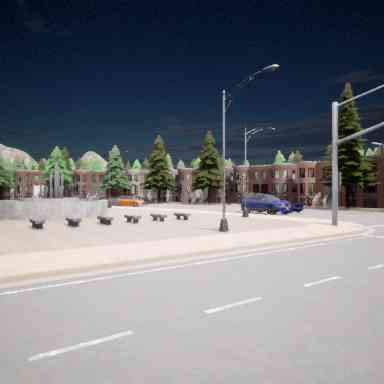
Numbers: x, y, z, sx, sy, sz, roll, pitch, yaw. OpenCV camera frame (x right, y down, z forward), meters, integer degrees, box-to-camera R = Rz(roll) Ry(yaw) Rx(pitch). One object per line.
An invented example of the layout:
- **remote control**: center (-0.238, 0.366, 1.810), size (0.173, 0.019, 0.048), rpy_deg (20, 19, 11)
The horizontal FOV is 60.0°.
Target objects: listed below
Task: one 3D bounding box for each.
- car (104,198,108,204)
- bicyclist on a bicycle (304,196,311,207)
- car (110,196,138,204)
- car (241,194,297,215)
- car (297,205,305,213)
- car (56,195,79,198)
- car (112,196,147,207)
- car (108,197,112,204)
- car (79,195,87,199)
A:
- **car**: center (-14.079, 1.571, 58.824), size (4.181, 1.385, 1.994), rpy_deg (0, 0, 18)
- **bicyclist on a bicycle**: center (16.175, 1.315, 46.606), size (1.656, 1.620, 0.582), rpy_deg (0, 0, -37)
- **car**: center (-12.733, 1.513, 62.056), size (4.892, 1.490, 1.837), rpy_deg (0, 0, 18)
- **car**: center (7.458, 1.229, 33.921), size (2.150, 2.045, 5.566), rpy_deg (0, 0, -37)
- **car**: center (9.881, 1.609, 36.493), size (1.895, 1.301, 4.718), rpy_deg (0, 0, -37)
- **car**: center (-23.815, 1.510, 60.693), size (4.892, 1.490, 1.837), rpy_deg (0, 0, 5)
- **car**: center (-8.891, 1.357, 49.103), size (4.553, 1.767, 2.097), rpy_deg (0, 0, 27)
- **car**: center (-10.255, 1.554, 53.707), size (5.357, 1.411, 2.033), rpy_deg (0, 0, 24)
- **car**: center (-22.554, 1.358, 63.988), size (4.553, 1.767, 2.097), rpy_deg (0, 0, 7)
